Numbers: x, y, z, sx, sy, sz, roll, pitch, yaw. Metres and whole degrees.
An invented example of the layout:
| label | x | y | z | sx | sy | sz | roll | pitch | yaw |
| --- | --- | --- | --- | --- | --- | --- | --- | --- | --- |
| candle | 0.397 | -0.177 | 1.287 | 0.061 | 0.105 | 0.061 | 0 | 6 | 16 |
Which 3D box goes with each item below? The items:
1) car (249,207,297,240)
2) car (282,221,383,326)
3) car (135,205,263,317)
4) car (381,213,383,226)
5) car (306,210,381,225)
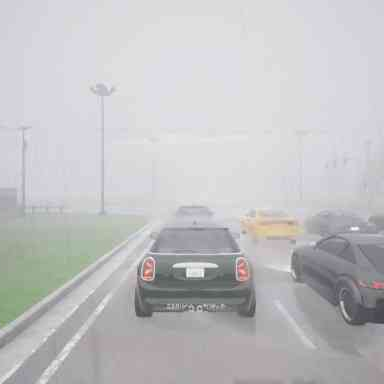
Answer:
| label | x | y | z | sx | sy | sz | roll | pitch | yaw |
| --- | --- | --- | --- | --- | --- | --- | --- | --- | --- |
| car | 3.586 | 1.478 | 16.036 | 1.882 | 1.535 | 5.008 | 0 | 0 | 0 |
| car | 3.565 | 1.564 | 7.075 | 1.994 | 1.385 | 4.181 | 0 | 0 | 0 |
| car | 0.064 | 1.352 | 7.606 | 2.097 | 1.767 | 4.553 | 0 | 0 | 0 |
| car | 10.586 | 1.492 | 16.411 | 2.128 | 1.511 | 4.902 | 0 | 0 | 0 |
| car | 7.085 | 1.564 | 16.460 | 1.994 | 1.385 | 4.181 | 0 | 0 | 0 |
